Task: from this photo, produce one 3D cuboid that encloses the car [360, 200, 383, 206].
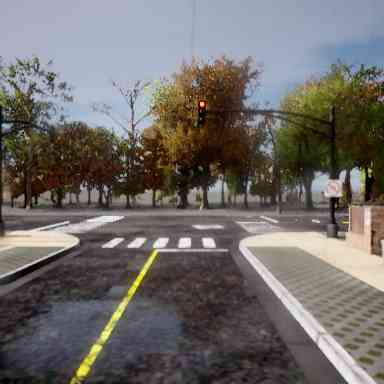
[{"bbox_3d":[12.009,1.389,19.850,4.553,1.767,2.097,0,0,0],"label":"car"}]
